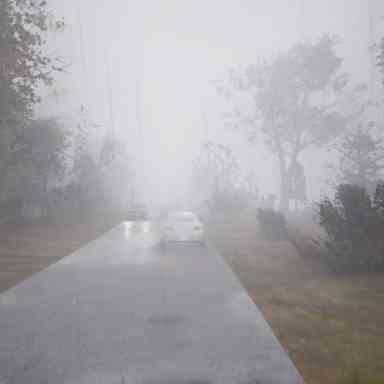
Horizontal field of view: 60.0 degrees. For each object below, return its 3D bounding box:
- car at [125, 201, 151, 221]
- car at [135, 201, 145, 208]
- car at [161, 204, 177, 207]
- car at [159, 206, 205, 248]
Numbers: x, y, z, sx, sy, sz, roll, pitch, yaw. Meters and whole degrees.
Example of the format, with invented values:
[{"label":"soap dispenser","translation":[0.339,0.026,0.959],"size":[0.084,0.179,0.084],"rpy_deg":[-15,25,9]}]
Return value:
[{"label":"car","translation":[-4.752,1.729,29.605],"size":[1.837,1.490,4.892],"rpy_deg":[0,-1,-7]},{"label":"car","translation":[-11.011,2.692,70.832],"size":[1.994,1.385,4.181],"rpy_deg":[0,-2,-9]},{"label":"car","translation":[-2.102,1.835,32.067],"size":[1.994,1.385,4.181],"rpy_deg":[0,-1,-7]},{"label":"car","translation":[-0.464,1.594,15.158],"size":[1.812,1.442,4.674],"rpy_deg":[0,-1,-3]}]
